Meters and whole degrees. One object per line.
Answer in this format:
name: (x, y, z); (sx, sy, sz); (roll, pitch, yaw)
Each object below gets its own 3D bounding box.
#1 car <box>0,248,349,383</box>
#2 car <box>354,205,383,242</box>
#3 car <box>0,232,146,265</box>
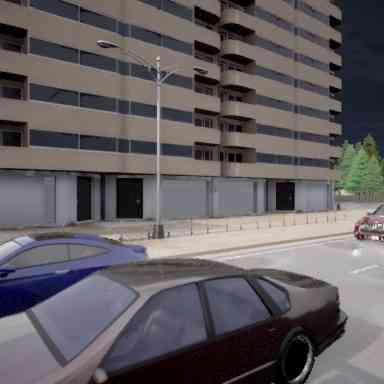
car: (-0.386, 1.547, 3.731); (5.357, 1.411, 2.033); (0, 0, -36)
car: (9.492, 1.351, 15.511); (4.553, 1.767, 2.097); (0, 0, -39)
car: (-2.941, 1.526, 6.208); (4.674, 1.442, 1.812); (0, 0, -36)
